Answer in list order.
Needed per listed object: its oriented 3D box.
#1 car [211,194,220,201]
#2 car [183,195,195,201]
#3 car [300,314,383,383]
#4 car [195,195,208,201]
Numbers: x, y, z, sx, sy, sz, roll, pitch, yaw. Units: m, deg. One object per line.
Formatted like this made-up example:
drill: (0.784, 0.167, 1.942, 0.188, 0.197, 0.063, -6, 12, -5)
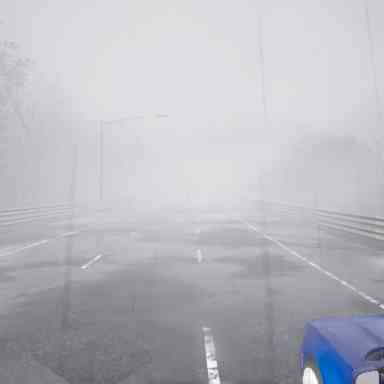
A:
car: (5.953, 1.437, 86.310, 2.097, 1.767, 4.553, 0, 0, 6)
car: (-1.132, 1.621, 85.775, 2.033, 1.411, 5.357, 0, 0, 6)
car: (2.025, 1.478, 1.407, 1.882, 1.535, 5.008, 0, 0, 0)
car: (2.397, 1.676, 85.897, 1.895, 1.301, 4.718, 0, 0, 6)
